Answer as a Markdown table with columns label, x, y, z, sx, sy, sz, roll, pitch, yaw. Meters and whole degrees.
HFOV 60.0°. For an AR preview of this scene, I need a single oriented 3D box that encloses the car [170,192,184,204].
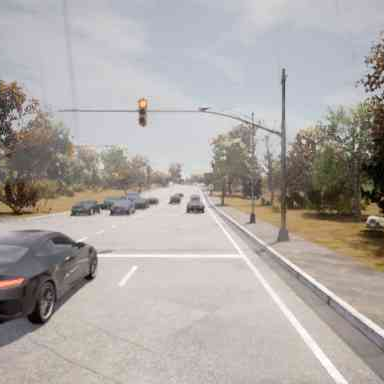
| label | x | y | z | sx | sy | sz | roll | pitch | yaw |
| --- | --- | --- | --- | --- | --- | --- | --- | --- | --- |
| car | -2.898 | 1.233 | 59.016 | 1.837 | 1.490 | 4.892 | 0 | 2 | 1 |

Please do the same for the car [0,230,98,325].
| label | x | y | z | sx | sy | sz | roll | pitch | yaw |
| --- | --- | --- | --- | --- | --- | --- | --- | --- | --- |
| car | -3.400 | 1.522 | 7.007 | 1.812 | 1.442 | 4.674 | 0 | 0 | -1 |

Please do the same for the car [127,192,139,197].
| label | x | y | z | sx | sy | sz | roll | pitch | yaw |
| --- | --- | --- | --- | --- | --- | --- | --- | --- | --- |
| car | -10.098 | 1.055 | 56.286 | 2.150 | 2.045 | 5.566 | 0 | 2 | 1 |

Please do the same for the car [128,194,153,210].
| label | x | y | z | sx | sy | sz | roll | pitch | yaw |
| --- | --- | --- | --- | --- | --- | --- | --- | --- | --- |
| car | -6.732 | 1.454 | 43.605 | 1.882 | 1.535 | 5.008 | 0 | 0 | 1 |

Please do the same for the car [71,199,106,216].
| label | x | y | z | sx | sy | sz | roll | pitch | yaw |
| --- | --- | --- | --- | --- | --- | --- | --- | --- | --- |
| car | -10.337 | 1.487 | 32.829 | 1.837 | 1.490 | 4.892 | 0 | 0 | 0 |

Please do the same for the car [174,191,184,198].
| label | x | y | z | sx | sy | sz | roll | pitch | yaw |
| --- | --- | --- | --- | --- | --- | --- | --- | --- | --- |
| car | -2.853 | 0.547 | 74.081 | 1.895 | 1.301 | 4.718 | 0 | 3 | 1 |

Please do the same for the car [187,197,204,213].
| label | x | y | z | sx | sy | sz | roll | pitch | yaw |
| --- | --- | --- | --- | --- | --- | --- | --- | --- | --- |
| car | 0.399 | 1.580 | 37.092 | 1.895 | 1.301 | 4.718 | 0 | 0 | 1 |

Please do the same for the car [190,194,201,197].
| label | x | y | z | sx | sy | sz | roll | pitch | yaw |
| --- | --- | --- | --- | --- | --- | --- | --- | --- | --- |
| car | 0.619 | 1.172 | 60.710 | 1.812 | 1.442 | 4.674 | 0 | 3 | 1 |

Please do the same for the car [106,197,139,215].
| label | x | y | z | sx | sy | sz | roll | pitch | yaw |
| --- | --- | --- | --- | --- | --- | --- | --- | --- | --- |
| car | -6.831 | 1.508 | 33.288 | 1.812 | 1.442 | 4.674 | 0 | 0 | 1 |

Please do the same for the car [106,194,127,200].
| label | x | y | z | sx | sy | sz | roll | pitch | yaw |
| --- | --- | --- | --- | --- | --- | --- | --- | --- | --- |
| car | -10.238 | 1.328 | 43.017 | 2.097 | 1.767 | 4.553 | 0 | 0 | 1 |

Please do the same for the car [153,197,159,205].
| label | x | y | z | sx | sy | sz | roll | pitch | yaw |
| --- | --- | --- | --- | --- | --- | --- | --- | --- | --- |
| car | -6.610 | 1.461 | 55.347 | 1.895 | 1.301 | 4.718 | 0 | 2 | 1 |
